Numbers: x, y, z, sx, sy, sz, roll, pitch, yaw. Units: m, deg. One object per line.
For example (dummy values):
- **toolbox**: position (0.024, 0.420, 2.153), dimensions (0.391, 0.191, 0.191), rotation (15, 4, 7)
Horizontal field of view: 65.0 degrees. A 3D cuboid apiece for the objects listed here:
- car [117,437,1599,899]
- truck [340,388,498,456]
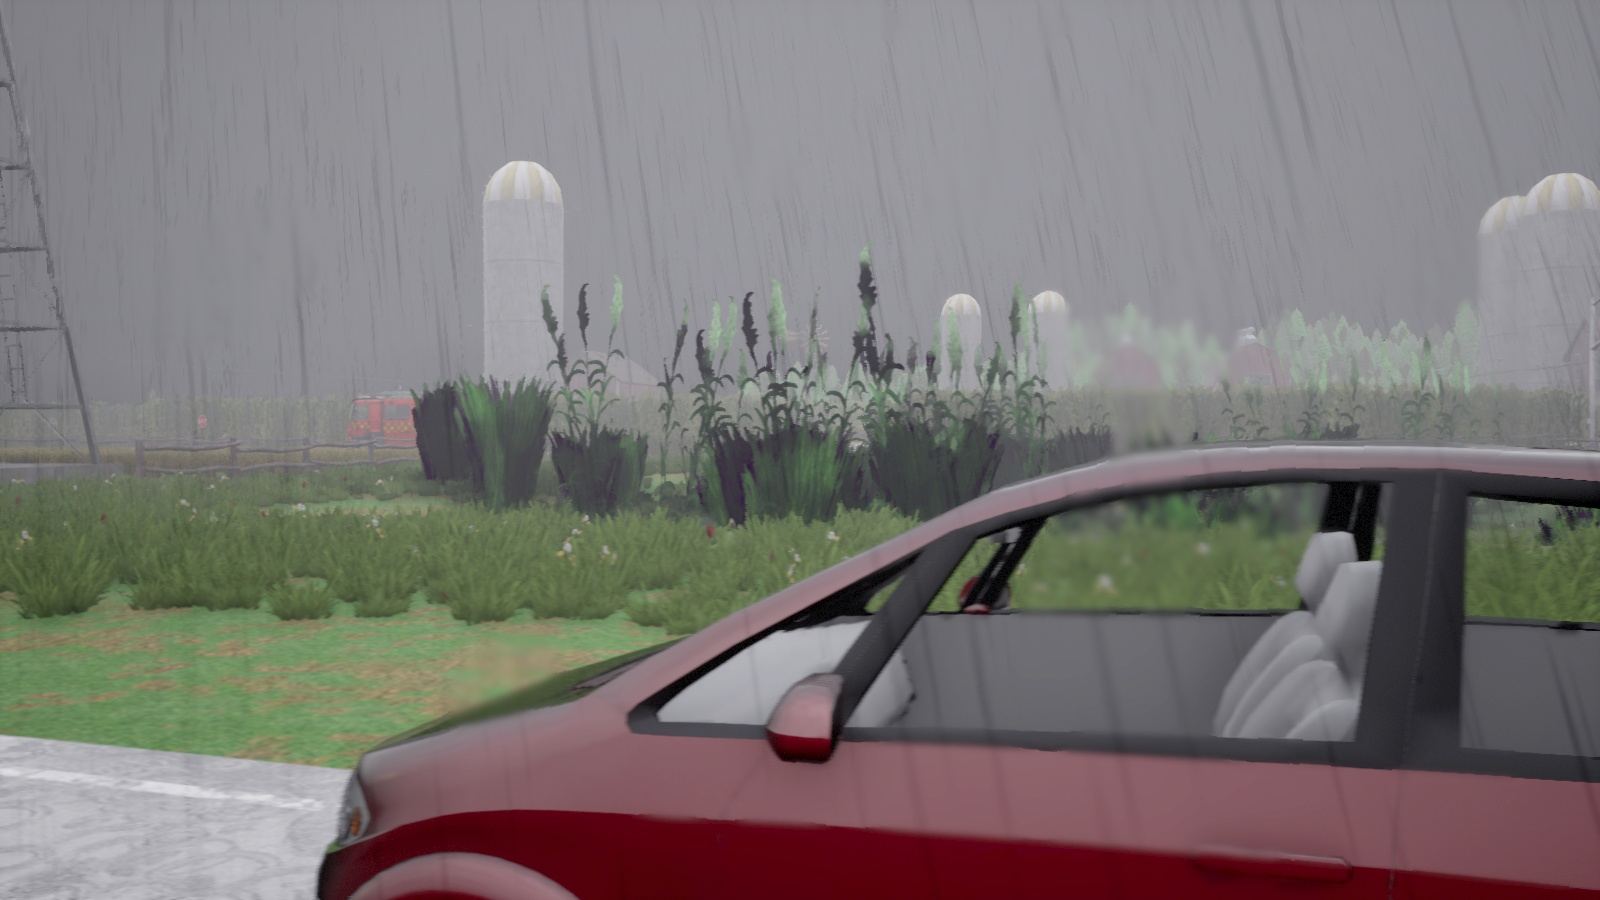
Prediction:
- **car**: position (0.757, 0.765, 2.622), dimensions (3.705, 1.549, 1.789), rotation (1, 1, 19)
- **truck**: position (-22.180, -1.662, 73.149), dimensions (8.468, 3.827, 2.891), rotation (1, 1, 13)
